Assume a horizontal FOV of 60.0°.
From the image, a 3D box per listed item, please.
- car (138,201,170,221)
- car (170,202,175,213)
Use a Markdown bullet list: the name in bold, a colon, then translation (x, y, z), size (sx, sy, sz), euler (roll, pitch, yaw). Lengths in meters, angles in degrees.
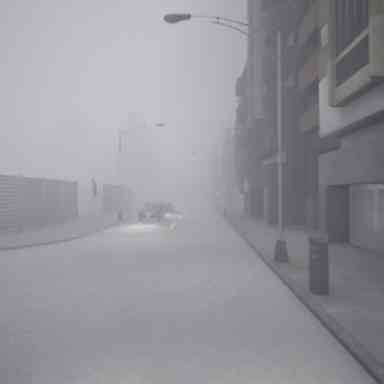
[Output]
- **car**: translation (-3.369, 1.609, 28.592), size (2.128, 1.511, 4.902), euler (0, 0, 1)
- **car**: translation (-3.102, 1.715, 38.608), size (1.994, 1.385, 4.181), euler (0, 0, 2)
